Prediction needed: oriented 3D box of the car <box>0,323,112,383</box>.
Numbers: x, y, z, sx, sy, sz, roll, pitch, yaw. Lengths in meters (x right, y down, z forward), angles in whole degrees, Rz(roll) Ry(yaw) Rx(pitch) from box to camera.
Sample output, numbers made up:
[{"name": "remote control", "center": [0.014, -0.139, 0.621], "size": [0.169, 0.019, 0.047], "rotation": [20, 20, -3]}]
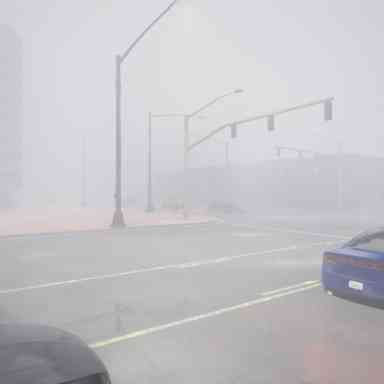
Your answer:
[{"name": "car", "center": [-2.842, 1.505, 1.727], "size": [4.892, 1.490, 1.837], "rotation": [0, 0, -35]}]

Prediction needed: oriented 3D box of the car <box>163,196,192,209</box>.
[{"name": "car", "center": [-1.994, 1.352, 44.219], "size": [2.097, 1.767, 4.553], "rotation": [0, 0, -35]}]

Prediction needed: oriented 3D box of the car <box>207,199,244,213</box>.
[{"name": "car", "center": [3.602, 1.491, 36.379], "size": [2.128, 1.511, 4.902], "rotation": [0, 0, -35]}]

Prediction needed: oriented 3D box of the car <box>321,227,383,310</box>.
[{"name": "car", "center": [4.890, 1.478, 7.235], "size": [5.008, 1.535, 1.882], "rotation": [0, 0, -35]}]

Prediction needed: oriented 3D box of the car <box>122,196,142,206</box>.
[{"name": "car", "center": [-10.055, 1.490, 55.532], "size": [2.128, 1.511, 4.902], "rotation": [0, 0, -36]}]
